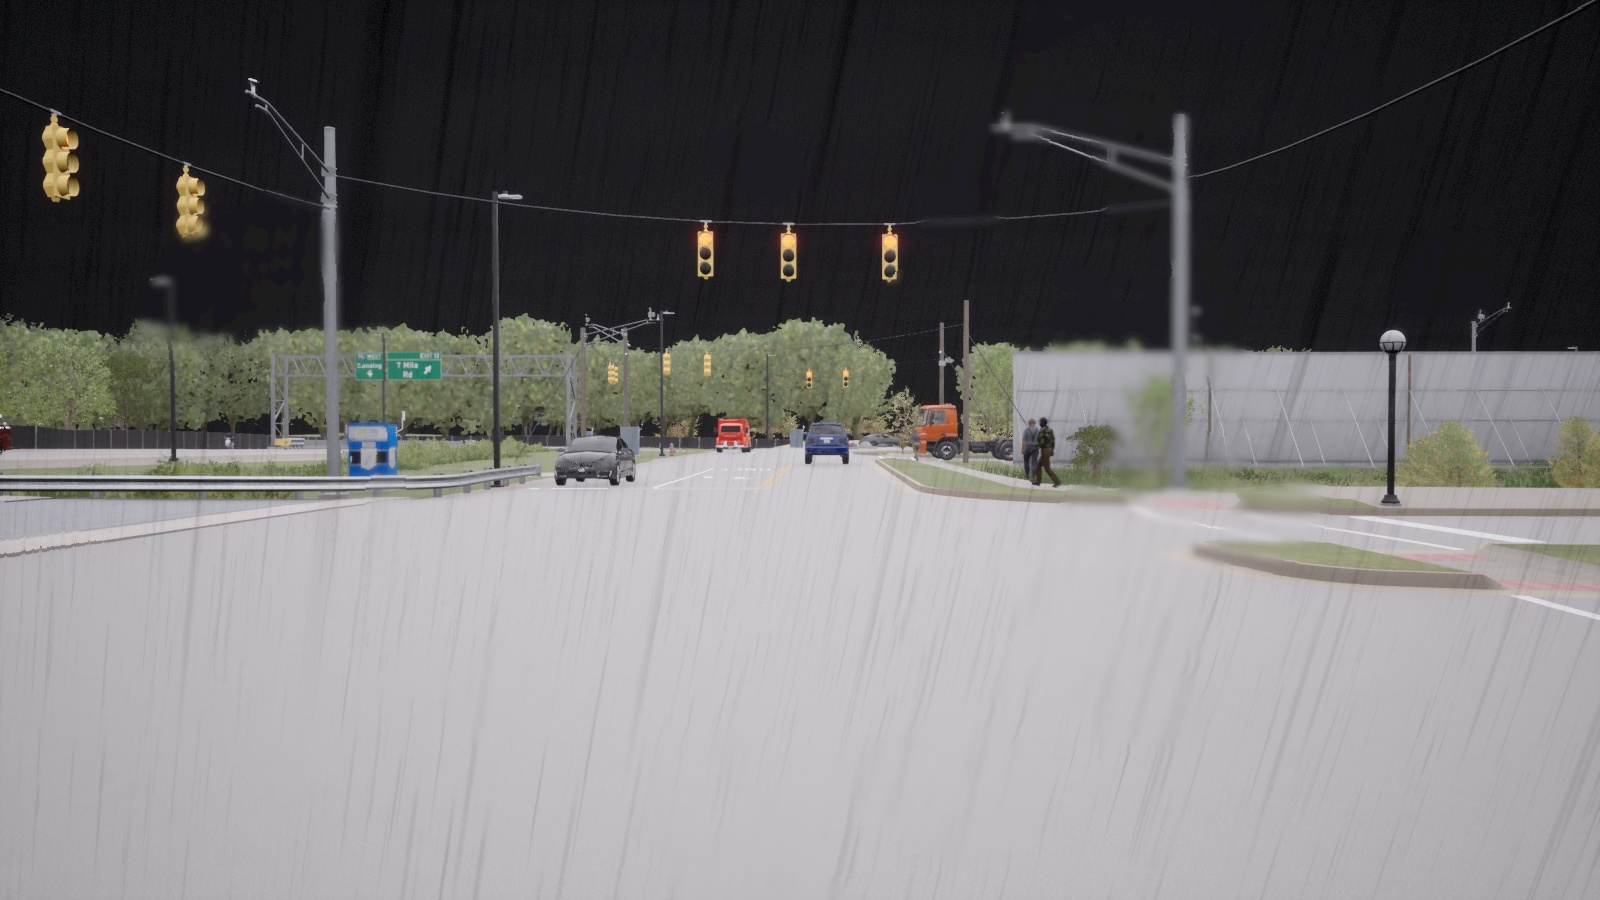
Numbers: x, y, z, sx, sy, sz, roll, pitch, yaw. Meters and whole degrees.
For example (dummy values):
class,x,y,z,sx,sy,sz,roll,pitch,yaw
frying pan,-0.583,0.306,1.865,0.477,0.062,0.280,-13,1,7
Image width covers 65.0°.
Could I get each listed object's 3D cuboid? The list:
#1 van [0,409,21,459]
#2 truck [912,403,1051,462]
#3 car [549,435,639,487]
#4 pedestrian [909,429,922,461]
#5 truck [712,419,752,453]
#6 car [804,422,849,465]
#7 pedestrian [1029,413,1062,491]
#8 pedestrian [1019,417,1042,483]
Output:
class,x,y,z,sx,sy,sz,roll,pitch,yaw
van,-33.606,-0.655,50.221,2.069,2.038,4.480,0,0,1
truck,11.121,-1.089,77.375,7.936,3.462,2.891,1,2,-4
car,-6.252,0.292,38.693,1.837,1.490,4.892,0,1,2
pedestrian,6.590,-0.287,71.659,0.540,1.848,0.694,0,2,-10
truck,-5.005,-1.041,93.454,2.627,2.467,5.204,0,1,1
car,1.359,-0.350,62.966,2.150,2.045,5.566,0,1,2
pedestrian,6.196,0.037,31.677,0.395,1.930,0.692,-2,3,-45
pedestrian,6.586,-0.012,35.843,0.540,1.848,0.694,0,2,2
